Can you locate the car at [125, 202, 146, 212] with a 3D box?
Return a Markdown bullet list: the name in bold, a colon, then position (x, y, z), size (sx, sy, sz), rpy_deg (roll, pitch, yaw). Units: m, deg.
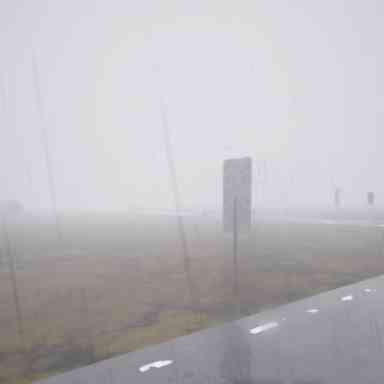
- **car**: position (-9.591, 2.436, 56.478), size (2.097, 1.767, 4.553), rpy_deg (1, -2, -36)
